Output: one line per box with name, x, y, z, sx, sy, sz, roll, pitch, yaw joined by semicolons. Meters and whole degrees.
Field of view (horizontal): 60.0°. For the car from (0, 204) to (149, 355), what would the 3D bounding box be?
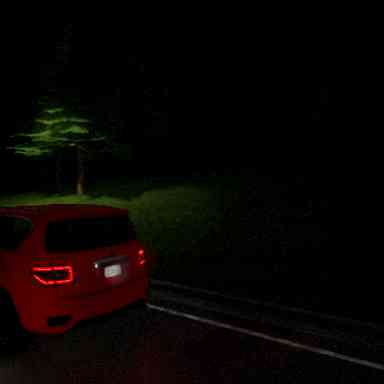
car;-3.321;1.265;6.411;5.566;2.045;2.150;-1;0;36
